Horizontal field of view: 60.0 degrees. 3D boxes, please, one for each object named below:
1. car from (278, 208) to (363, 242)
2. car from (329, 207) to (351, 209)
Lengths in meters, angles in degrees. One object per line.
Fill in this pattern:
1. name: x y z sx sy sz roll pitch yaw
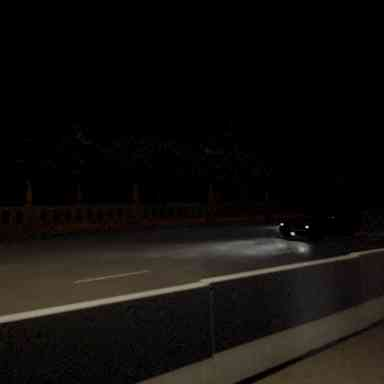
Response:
1. car: 6.669 1.726 17.327 4.718 1.301 1.895 1 0 -35
2. car: 10.699 1.775 24.488 4.181 1.385 1.994 1 -1 -35
